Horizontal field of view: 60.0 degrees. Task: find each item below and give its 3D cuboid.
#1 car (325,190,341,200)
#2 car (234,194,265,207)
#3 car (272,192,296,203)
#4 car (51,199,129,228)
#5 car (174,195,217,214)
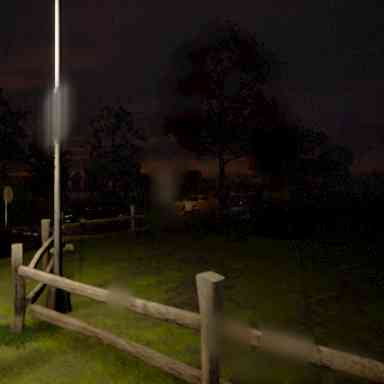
[{"bbox_3d":[23.391,0.482,54.828,1.837,1.490,4.892,0,1,36],"label":"car"},{"bbox_3d":[6.386,0.939,36.836,1.994,1.385,4.181,0,1,38],"label":"car"},{"bbox_3d":[12.602,0.679,45.154,1.882,1.535,5.008,0,1,37],"label":"car"},{"bbox_3d":[-6.016,1.241,20.182,1.837,1.490,4.892,0,1,37],"label":"car"},{"bbox_3d":[0.465,1.022,28.890,1.882,1.535,5.008,0,1,37],"label":"car"}]
